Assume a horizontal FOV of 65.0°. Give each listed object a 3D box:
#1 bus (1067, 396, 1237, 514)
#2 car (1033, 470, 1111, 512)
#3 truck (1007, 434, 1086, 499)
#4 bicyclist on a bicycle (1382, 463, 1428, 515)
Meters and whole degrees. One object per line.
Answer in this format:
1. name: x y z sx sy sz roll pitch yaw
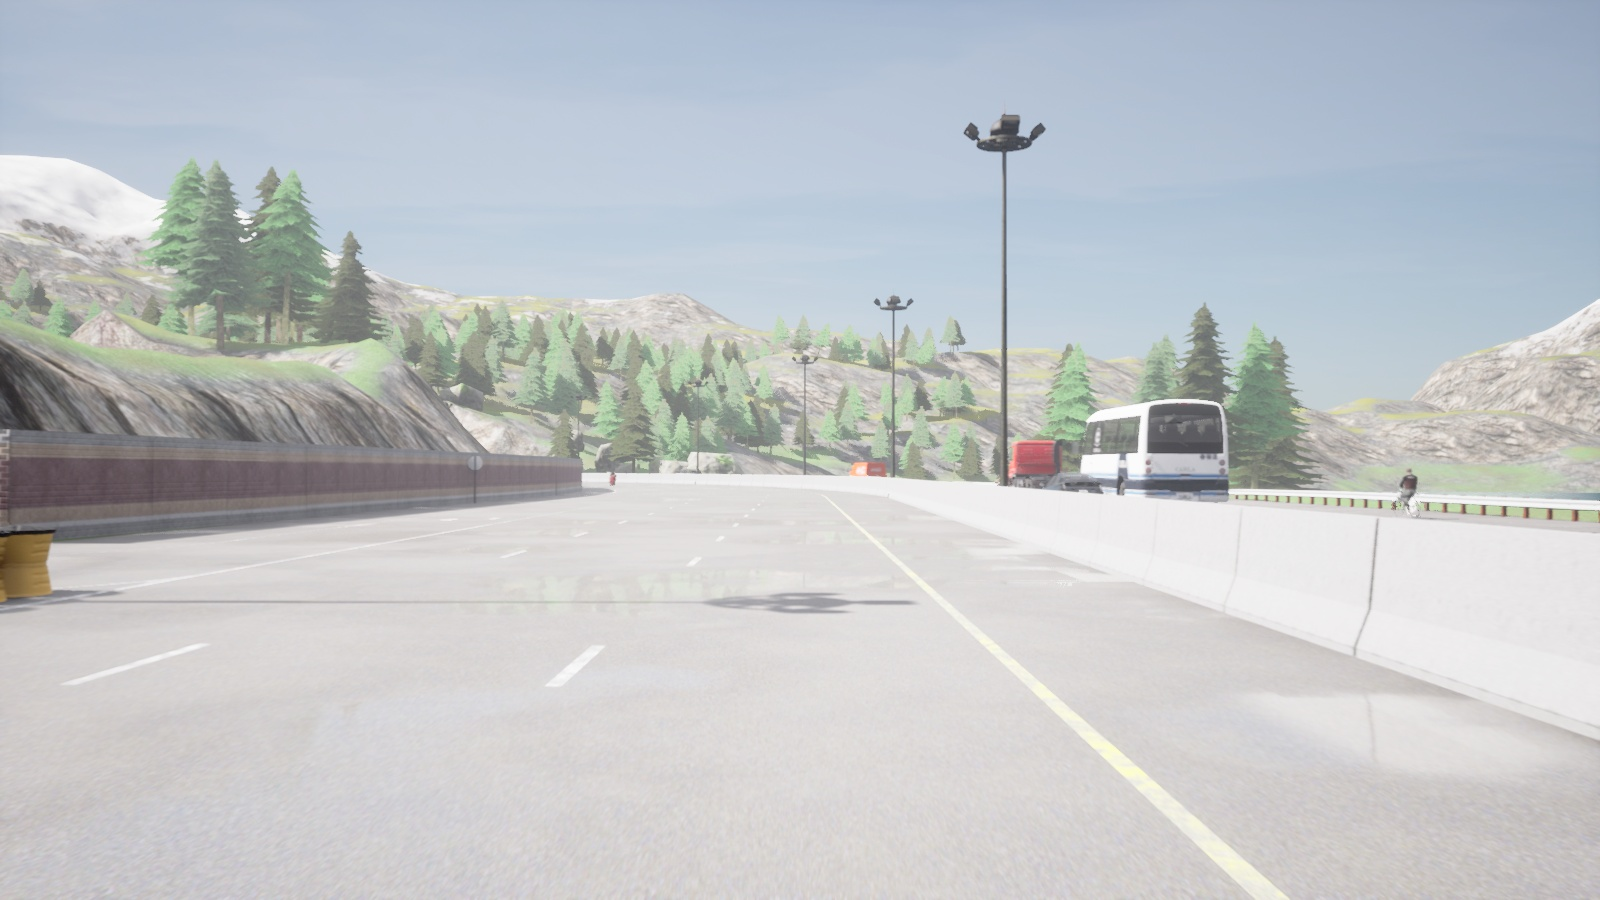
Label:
1. bus: 13.876 0.232 50.738 3.944 4.253 10.273 0 0 0
2. car: 10.386 1.529 48.313 2.007 1.525 4.514 0 -1 0
3. truck: 13.828 0.967 71.057 2.891 3.462 7.936 0 -1 0
4. bicyclist on a bicycle: 20.898 1.328 43.401 0.659 1.776 1.843 0 -1 0
